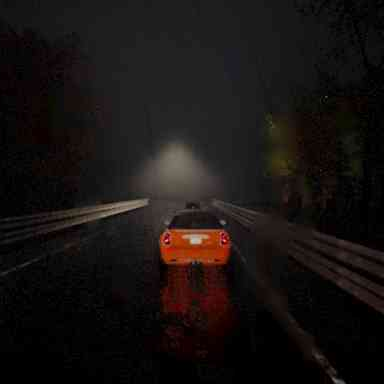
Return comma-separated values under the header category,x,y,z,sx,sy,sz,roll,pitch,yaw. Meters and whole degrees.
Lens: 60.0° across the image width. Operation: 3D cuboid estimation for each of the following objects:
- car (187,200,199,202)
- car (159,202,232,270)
category,x,y,z,sx,sy,sz,roll,pitch,yaw
car,0.168,1.729,45.335,1.895,1.301,4.718,0,-1,1
car,0.102,1.386,11.298,2.097,1.767,4.553,0,0,0
